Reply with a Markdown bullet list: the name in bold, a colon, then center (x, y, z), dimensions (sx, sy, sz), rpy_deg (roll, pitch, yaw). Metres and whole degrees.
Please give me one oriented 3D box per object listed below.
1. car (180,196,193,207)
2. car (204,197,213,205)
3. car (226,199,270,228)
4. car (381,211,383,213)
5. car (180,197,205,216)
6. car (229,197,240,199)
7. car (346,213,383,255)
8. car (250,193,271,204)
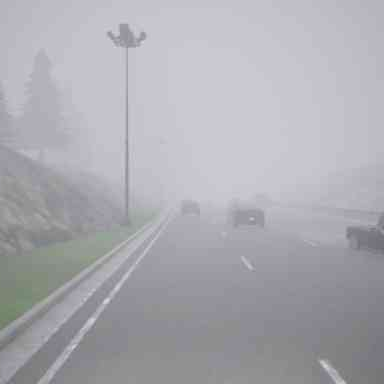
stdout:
- **car**: center (-0.856, 1.490, 52.054), dimensions (1.882, 1.535, 5.008), rpy_deg (0, 0, -2)
- **car**: center (2.457, 1.539, 57.310), dimensions (1.812, 1.442, 4.674), rpy_deg (0, 0, -2)
- **car**: center (3.538, 1.482, 22.409), dimensions (1.882, 1.535, 5.008), rpy_deg (0, 0, -1)
- **car**: center (10.576, 1.224, 14.661), dimensions (2.150, 2.045, 5.566), rpy_deg (0, 0, 0)
- **car**: center (-0.193, 1.498, 33.107), dimensions (2.128, 1.511, 4.902), rpy_deg (0, 0, -2)
- **car**: center (6.272, 1.515, 49.057), dimensions (1.837, 1.490, 4.892), rpy_deg (0, 0, -2)
- **car**: center (7.105, 1.602, 11.250), dimensions (1.895, 1.301, 4.718), rpy_deg (0, 0, 0)
- **car**: center (9.813, 1.229, 48.549), dimensions (2.150, 2.045, 5.566), rpy_deg (0, 0, -2)
